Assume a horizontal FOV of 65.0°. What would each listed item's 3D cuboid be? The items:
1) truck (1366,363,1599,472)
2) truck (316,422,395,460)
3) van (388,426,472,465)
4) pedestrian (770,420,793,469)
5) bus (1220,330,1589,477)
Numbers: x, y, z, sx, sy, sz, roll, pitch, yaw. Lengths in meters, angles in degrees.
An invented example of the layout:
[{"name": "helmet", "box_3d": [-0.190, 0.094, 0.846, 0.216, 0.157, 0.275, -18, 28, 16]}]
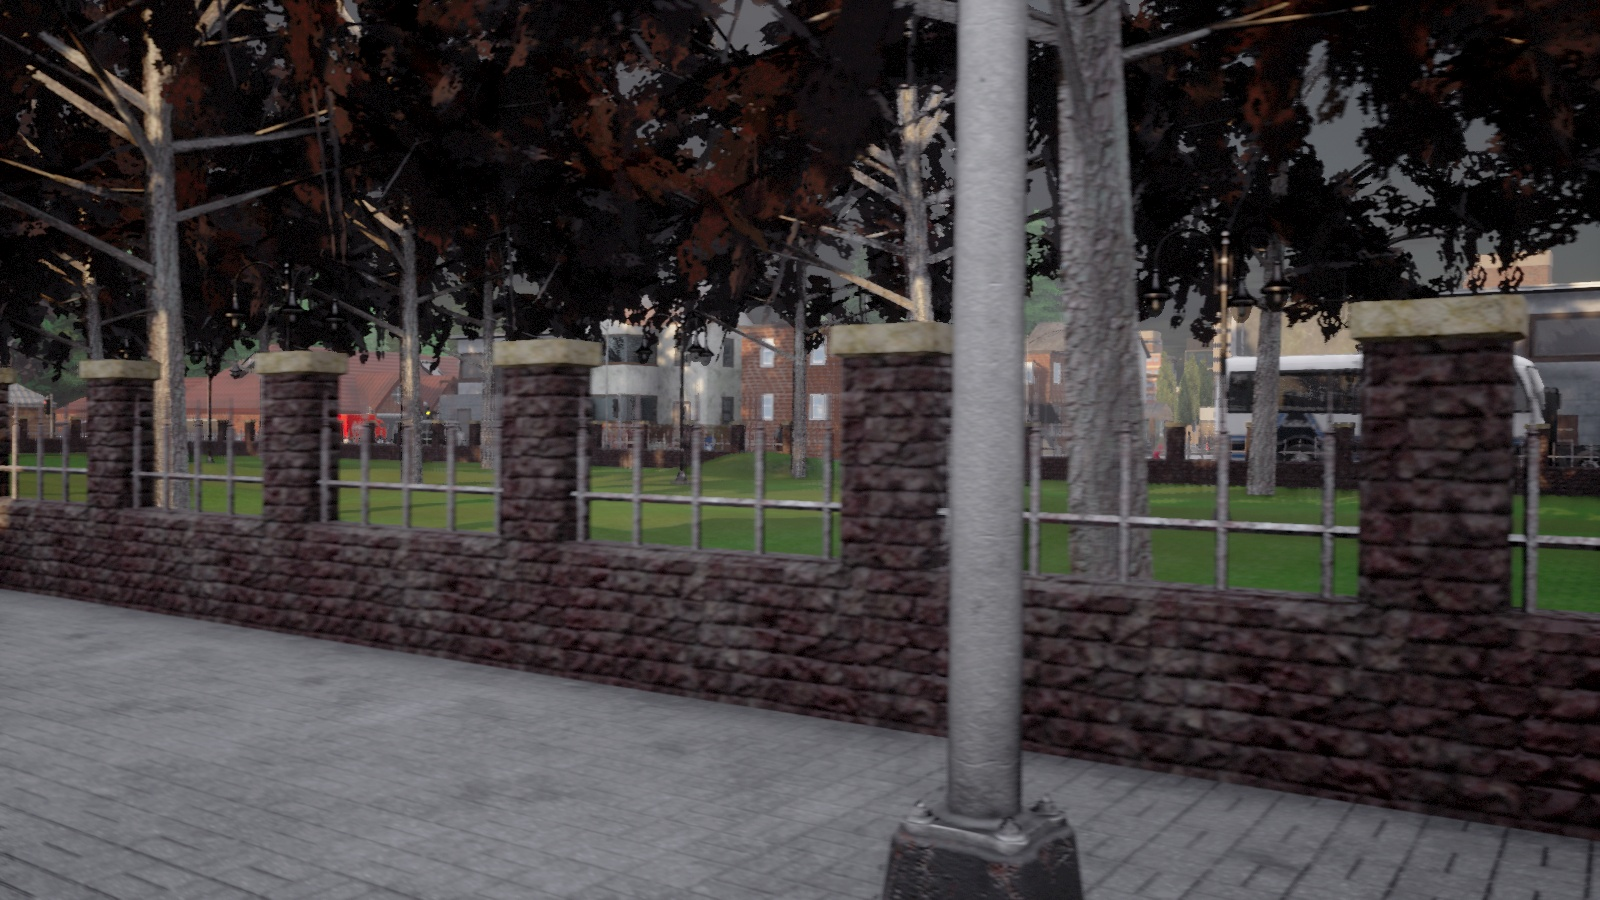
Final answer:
[{"name": "truck", "box_3d": [23.812, -1.050, 42.739, 7.936, 3.462, 2.891, 0, 1, 34]}, {"name": "truck", "box_3d": [-30.347, -0.652, 85.897, 2.627, 2.467, 5.204, -1, 1, 14]}, {"name": "van", "box_3d": [-19.748, -0.250, 66.939, 4.442, 1.987, 1.775, 0, 1, 32]}, {"name": "pedestrian", "box_3d": [-0.696, -0.205, 47.833, 0.694, 1.848, 0.540, 0, 1, 34]}, {"name": "bus", "box_3d": [19.451, -1.378, 40.791, 10.273, 4.253, 3.944, 0, 1, 35]}]
